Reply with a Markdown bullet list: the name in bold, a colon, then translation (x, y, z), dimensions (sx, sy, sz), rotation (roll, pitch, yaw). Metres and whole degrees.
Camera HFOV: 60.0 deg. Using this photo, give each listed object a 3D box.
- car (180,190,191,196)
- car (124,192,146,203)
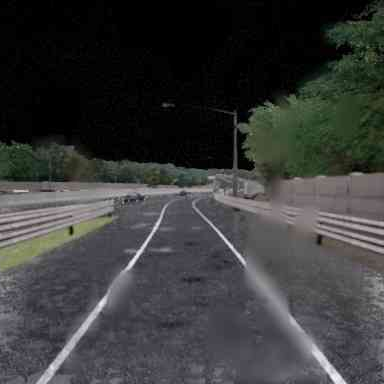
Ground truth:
- **car**: translation (-1.510, 0.236, 78.535), dimensions (1.837, 1.490, 4.892), rotation (1, 1, 13)
- **car**: translation (-8.407, 0.844, 49.238), dimensions (1.837, 1.490, 4.892), rotation (1, 2, 13)
